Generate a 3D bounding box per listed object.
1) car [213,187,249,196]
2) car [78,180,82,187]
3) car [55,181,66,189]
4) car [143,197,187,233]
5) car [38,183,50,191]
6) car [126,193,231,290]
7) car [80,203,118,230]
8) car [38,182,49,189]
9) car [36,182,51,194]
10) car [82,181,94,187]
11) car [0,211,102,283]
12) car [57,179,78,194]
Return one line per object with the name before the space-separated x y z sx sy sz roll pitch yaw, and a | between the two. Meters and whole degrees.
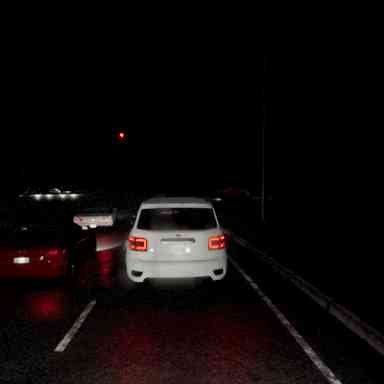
car | 5.262 0.011 44.998 5.008 1.535 1.882 0 3 -22
car | -28.904 -2.208 81.459 2.150 2.045 5.566 -1 3 -25
car | -28.748 -1.542 72.830 1.882 1.535 5.008 -1 3 -25
car | -1.662 1.140 18.675 2.128 1.511 4.902 0 2 -9
car | -27.880 -0.980 62.631 2.033 1.411 5.357 -1 3 -25
car | -0.475 1.132 9.079 2.150 2.045 5.566 0 1 -4
car | -5.113 1.272 18.225 1.895 1.301 4.718 0 2 -9
car | -32.351 -1.451 72.285 2.033 1.411 5.357 -1 3 -25
car | -23.206 -0.518 52.040 1.882 1.535 5.008 -1 3 -23
car | -25.716 -1.965 82.918 2.033 1.411 5.357 -1 3 -25
car | -4.035 1.476 9.505 1.994 1.385 4.181 0 1 -5
car | -20.066 -0.851 53.584 2.150 2.045 5.566 -1 3 -22
